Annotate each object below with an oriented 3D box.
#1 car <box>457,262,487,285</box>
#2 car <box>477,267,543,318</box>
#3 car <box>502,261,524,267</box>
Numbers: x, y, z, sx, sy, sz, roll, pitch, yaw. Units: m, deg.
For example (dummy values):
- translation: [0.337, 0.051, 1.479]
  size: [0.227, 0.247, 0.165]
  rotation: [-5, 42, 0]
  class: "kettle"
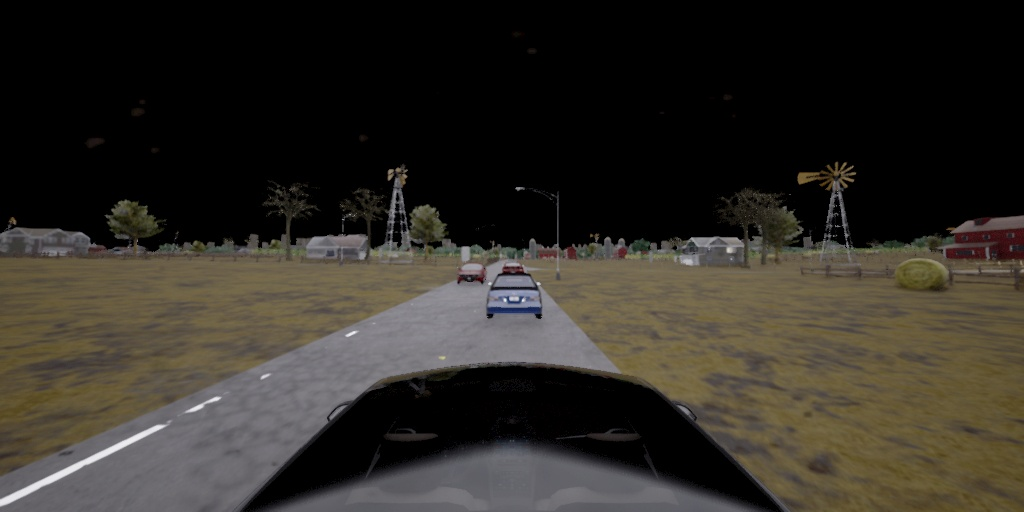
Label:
- translation: [-2.849, 1.227, 26.390]
  size: [1.882, 1.535, 5.008]
  rotation: [0, 0, 0]
  class: "car"
- translation: [0.078, 1.304, 13.052]
  size: [2.033, 1.411, 5.357]
  rotation: [0, 0, 0]
  class: "car"
- translation: [0.086, 1.223, 32.284]
  size: [1.882, 1.535, 5.008]
  rotation: [0, 0, 0]
  class: "car"
